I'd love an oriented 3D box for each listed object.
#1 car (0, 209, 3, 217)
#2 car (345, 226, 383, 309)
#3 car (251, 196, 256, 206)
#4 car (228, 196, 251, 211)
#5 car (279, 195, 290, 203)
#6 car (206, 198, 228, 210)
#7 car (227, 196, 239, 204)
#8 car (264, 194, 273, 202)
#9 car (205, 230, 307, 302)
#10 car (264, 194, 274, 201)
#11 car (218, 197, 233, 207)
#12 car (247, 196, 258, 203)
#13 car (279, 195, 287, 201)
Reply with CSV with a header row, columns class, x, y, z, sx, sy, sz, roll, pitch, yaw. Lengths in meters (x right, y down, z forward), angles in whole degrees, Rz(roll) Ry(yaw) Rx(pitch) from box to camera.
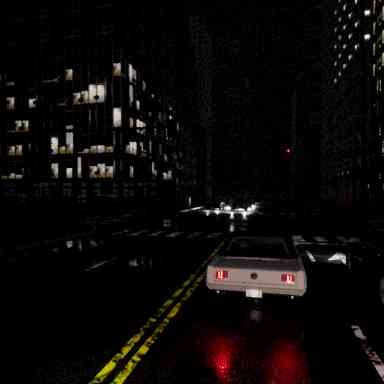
class,x,y,z,sx,sy,sz,roll,pitch,yaw
car,-17.348,1.434,26.651,4.313,1.339,1.947,1,1,14
car,4.825,1.501,7.437,1.837,1.490,4.892,0,0,13
car,7.974,1.458,49.731,2.128,1.511,4.902,0,0,13
car,5.861,1.502,40.728,1.812,1.442,4.674,0,0,13
car,19.425,1.471,69.647,2.033,1.411,5.357,0,0,13
car,3.091,1.522,43.168,2.033,1.411,5.357,0,0,13
car,7.836,1.457,63.167,1.837,1.490,4.892,0,0,14
car,16.363,1.527,70.826,1.895,1.301,4.718,0,0,13
car,1.695,1.597,8.337,1.895,1.301,4.718,0,0,14
car,18.640,1.283,80.532,2.128,1.511,4.902,0,0,13
car,5.412,1.565,53.037,1.895,1.301,4.718,0,0,13
car,12.768,1.483,69.735,2.033,1.411,5.357,0,0,13
car,21.811,1.352,79.818,1.895,1.301,4.718,0,0,13
